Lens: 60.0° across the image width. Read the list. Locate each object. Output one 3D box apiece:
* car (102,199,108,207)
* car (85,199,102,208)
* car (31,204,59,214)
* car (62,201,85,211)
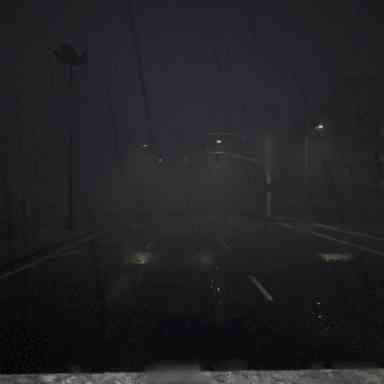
[{"bbox_3d":[-19.727,2.348,71.843,2.097,1.767,4.553,0,-1,0],"label":"car"},{"bbox_3d":[-19.736,2.426,65.170,1.812,1.442,4.674,0,-1,0],"label":"car"},{"bbox_3d":[-19.759,2.222,44.778,1.895,1.301,4.718,0,-1,0],"label":"car"},{"bbox_3d":[-19.743,2.263,54.603,1.837,1.490,4.892,0,-1,0],"label":"car"}]
